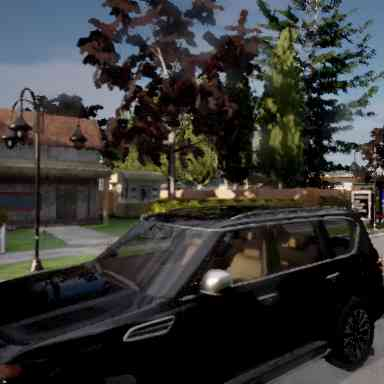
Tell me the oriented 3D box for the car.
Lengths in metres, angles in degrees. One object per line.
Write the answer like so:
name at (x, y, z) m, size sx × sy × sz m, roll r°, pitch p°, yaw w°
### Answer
car at (0.231, 1.221, 4.156) m, size 5.566 × 2.045 × 2.150 m, roll 0°, pitch 0°, yaw -35°
